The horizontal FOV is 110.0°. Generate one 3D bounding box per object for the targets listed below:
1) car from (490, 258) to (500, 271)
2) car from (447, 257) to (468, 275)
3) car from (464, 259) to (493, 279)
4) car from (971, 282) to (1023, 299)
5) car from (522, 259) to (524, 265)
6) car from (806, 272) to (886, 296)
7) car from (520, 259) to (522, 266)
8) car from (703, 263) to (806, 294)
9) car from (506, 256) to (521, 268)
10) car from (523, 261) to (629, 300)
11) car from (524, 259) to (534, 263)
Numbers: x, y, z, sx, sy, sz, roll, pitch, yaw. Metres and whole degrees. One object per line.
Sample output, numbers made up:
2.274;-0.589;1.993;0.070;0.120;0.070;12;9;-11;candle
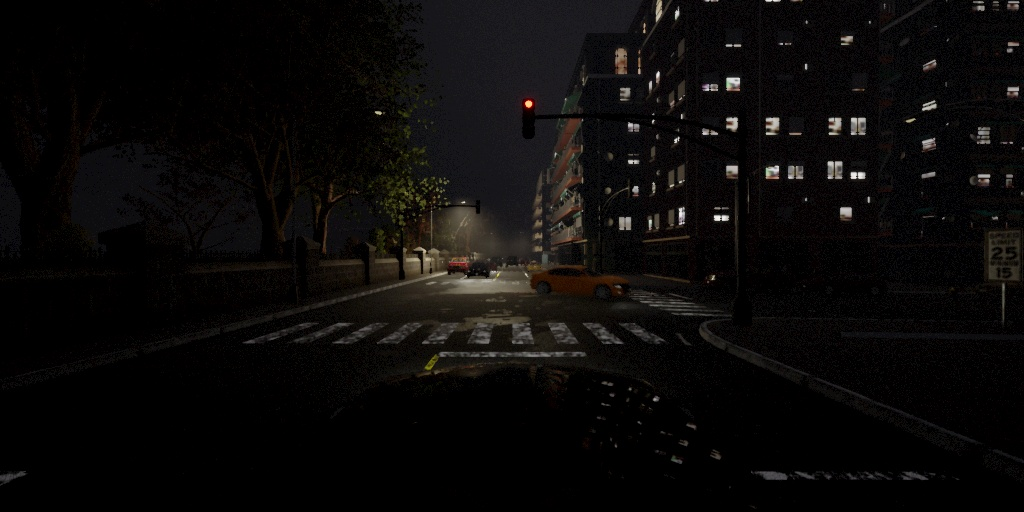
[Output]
-3.055;1.325;48.442;1.994;1.385;4.181;0;0;0;car
-5.657;1.070;38.748;2.192;1.841;5.009;0;0;0;car
-3.034;1.278;32.964;1.812;1.442;4.674;0;0;-1;car
31.533;1.857;22.184;4.829;1.417;1.751;0;0;0;car
2.733;1.307;49.811;1.888;1.381;4.507;0;0;0;car
20.312;1.671;22.159;4.507;1.381;1.888;0;0;0;car
2.737;1.316;55.347;2.007;1.370;4.403;0;0;0;car
14.617;1.338;22.146;5.009;1.841;2.192;0;0;0;car
0.055;0.993;63.674;2.150;2.045;5.566;0;0;0;car
3.269;1.237;17.942;5.008;1.535;1.882;1;1;33;car
2.728;1.283;44.447;1.751;1.417;4.829;0;0;0;car
